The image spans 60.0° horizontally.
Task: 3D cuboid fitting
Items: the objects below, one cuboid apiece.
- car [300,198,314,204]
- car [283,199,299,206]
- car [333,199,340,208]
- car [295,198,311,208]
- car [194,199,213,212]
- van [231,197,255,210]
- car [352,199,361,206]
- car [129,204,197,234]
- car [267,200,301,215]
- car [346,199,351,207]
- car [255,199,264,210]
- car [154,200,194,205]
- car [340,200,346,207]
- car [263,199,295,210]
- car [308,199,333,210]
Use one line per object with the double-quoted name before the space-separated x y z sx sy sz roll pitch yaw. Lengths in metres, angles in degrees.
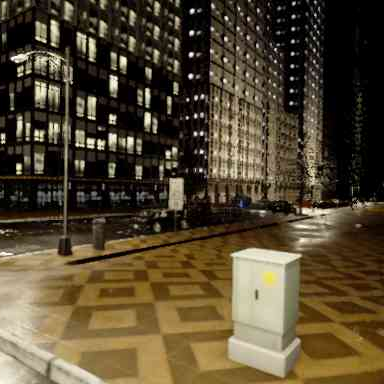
"car" 26.495 2.105 76.318 1.947 1.339 4.313 1 0 35
"car" 20.062 2.012 67.050 1.802 1.307 4.206 1 0 35
"car" 23.725 2.174 57.636 1.802 1.307 4.206 1 0 35
"car" 19.418 1.838 56.058 2.097 1.767 4.553 2 0 35
"car" 0.765 1.539 39.245 1.967 1.590 4.097 1 0 35
"van" 7.199 1.551 48.514 1.690 1.788 3.998 1 0 35
"car" 36.595 2.377 76.177 1.947 1.339 4.313 1 0 35
"car" -1.906 1.701 20.482 2.008 1.369 4.403 1 0 35
"car" 10.856 1.937 39.094 1.947 1.339 4.313 1 0 35
"car" 30.160 2.268 66.906 1.947 1.339 4.313 1 0 35
"car" 10.265 1.820 48.233 1.812 1.442 4.674 2 0 35
"car" -2.440 1.620 30.072 2.033 1.411 5.357 2 0 35
"car" 26.945 2.087 62.270 1.967 1.590 4.097 1 0 35
"car" 11.941 1.864 45.294 1.837 1.490 4.892 2 0 36
"car" 20.508 2.103 53.000 1.947 1.339 4.313 1 0 35
